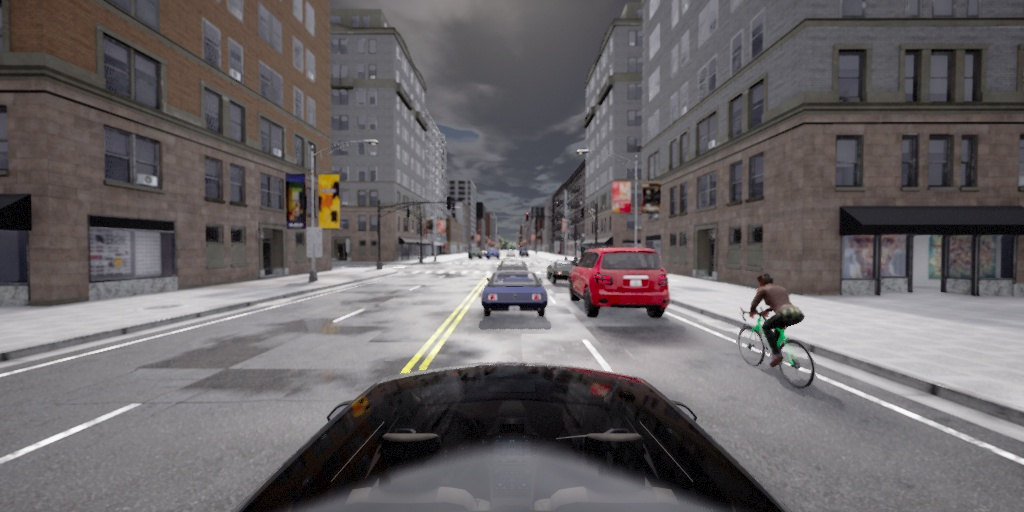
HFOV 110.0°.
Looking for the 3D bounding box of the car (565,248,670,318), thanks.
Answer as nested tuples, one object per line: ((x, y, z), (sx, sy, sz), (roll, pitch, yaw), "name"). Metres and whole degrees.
((3.287, 0.738, 12.016), (2.150, 2.045, 5.566), (0, 1, 1), "car")

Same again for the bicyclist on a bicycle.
((4.131, 1.112, 5.712), (0.582, 1.620, 1.656), (0, 1, 0), "bicyclist on a bicycle")

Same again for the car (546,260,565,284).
((3.176, 0.897, 21.790), (1.895, 1.301, 4.718), (0, 1, 0), "car")

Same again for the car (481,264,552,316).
((0.062, 1.115, 12.105), (1.895, 1.301, 4.718), (0, 1, 0), "car")

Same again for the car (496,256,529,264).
((0.022, 0.868, 23.028), (1.895, 1.301, 4.718), (0, 1, 0), "car")
